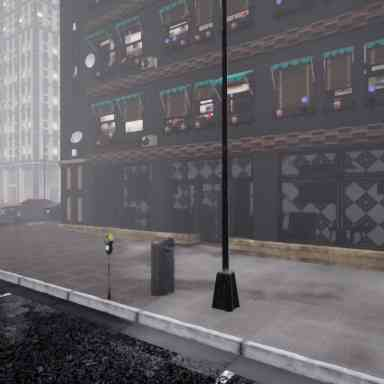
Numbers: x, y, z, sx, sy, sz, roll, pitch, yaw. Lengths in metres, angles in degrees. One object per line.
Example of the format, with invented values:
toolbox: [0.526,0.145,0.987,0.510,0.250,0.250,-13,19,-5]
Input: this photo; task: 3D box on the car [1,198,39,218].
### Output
car: [-12.897,1.262,27.047,1.812,1.442,4.674,0,1,35]

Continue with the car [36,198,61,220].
car: [-8.261,1.279,23.555,1.947,1.339,4.313,1,1,35]
